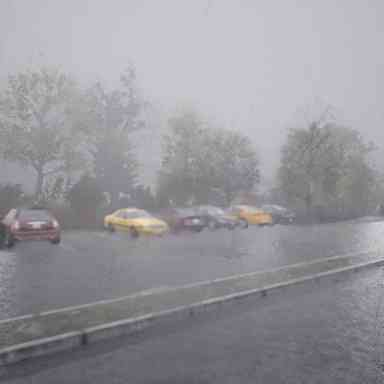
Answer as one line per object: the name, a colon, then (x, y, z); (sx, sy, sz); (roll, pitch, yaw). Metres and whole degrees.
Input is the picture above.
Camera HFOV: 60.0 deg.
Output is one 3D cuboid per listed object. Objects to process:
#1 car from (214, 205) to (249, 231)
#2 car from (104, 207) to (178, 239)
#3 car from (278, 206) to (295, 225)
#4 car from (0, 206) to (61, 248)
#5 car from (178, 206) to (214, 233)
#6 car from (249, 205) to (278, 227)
car: (1.091, 1.681, 22.221); (2.231, 1.521, 4.892); (0, 0, -36)
car: (-3.245, 1.633, 18.814); (1.946, 1.575, 5.366); (1, -1, -36)
car: (5.545, 1.714, 25.462); (2.231, 1.521, 4.892); (0, 0, -36)
car: (-7.777, 1.455, 15.692); (2.185, 1.767, 4.553); (1, -1, -36)
car: (-1.143, 1.691, 20.616); (2.163, 1.488, 4.792); (1, -1, -36)
car: (3.320, 1.698, 23.837); (2.097, 1.535, 5.008); (0, 0, -36)
